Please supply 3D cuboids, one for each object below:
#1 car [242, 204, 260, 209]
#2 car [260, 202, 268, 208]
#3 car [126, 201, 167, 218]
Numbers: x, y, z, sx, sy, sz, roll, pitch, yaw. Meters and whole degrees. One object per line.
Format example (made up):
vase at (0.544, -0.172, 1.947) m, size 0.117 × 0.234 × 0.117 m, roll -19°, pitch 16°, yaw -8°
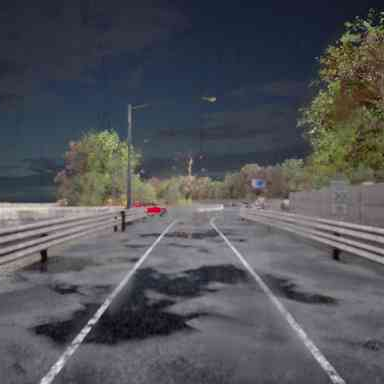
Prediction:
car at (12.542, 3.339, 70.266) m, size 1.812 × 1.442 × 4.674 m, roll -1°, pitch -2°, yaw 21°
car at (18.522, 3.852, 88.716) m, size 1.882 × 1.535 × 5.008 m, roll 0°, pitch -2°, yaw 13°
car at (-5.551, 2.142, 40.915) m, size 2.150 × 2.045 × 5.566 m, roll -1°, pitch -2°, yaw 40°
